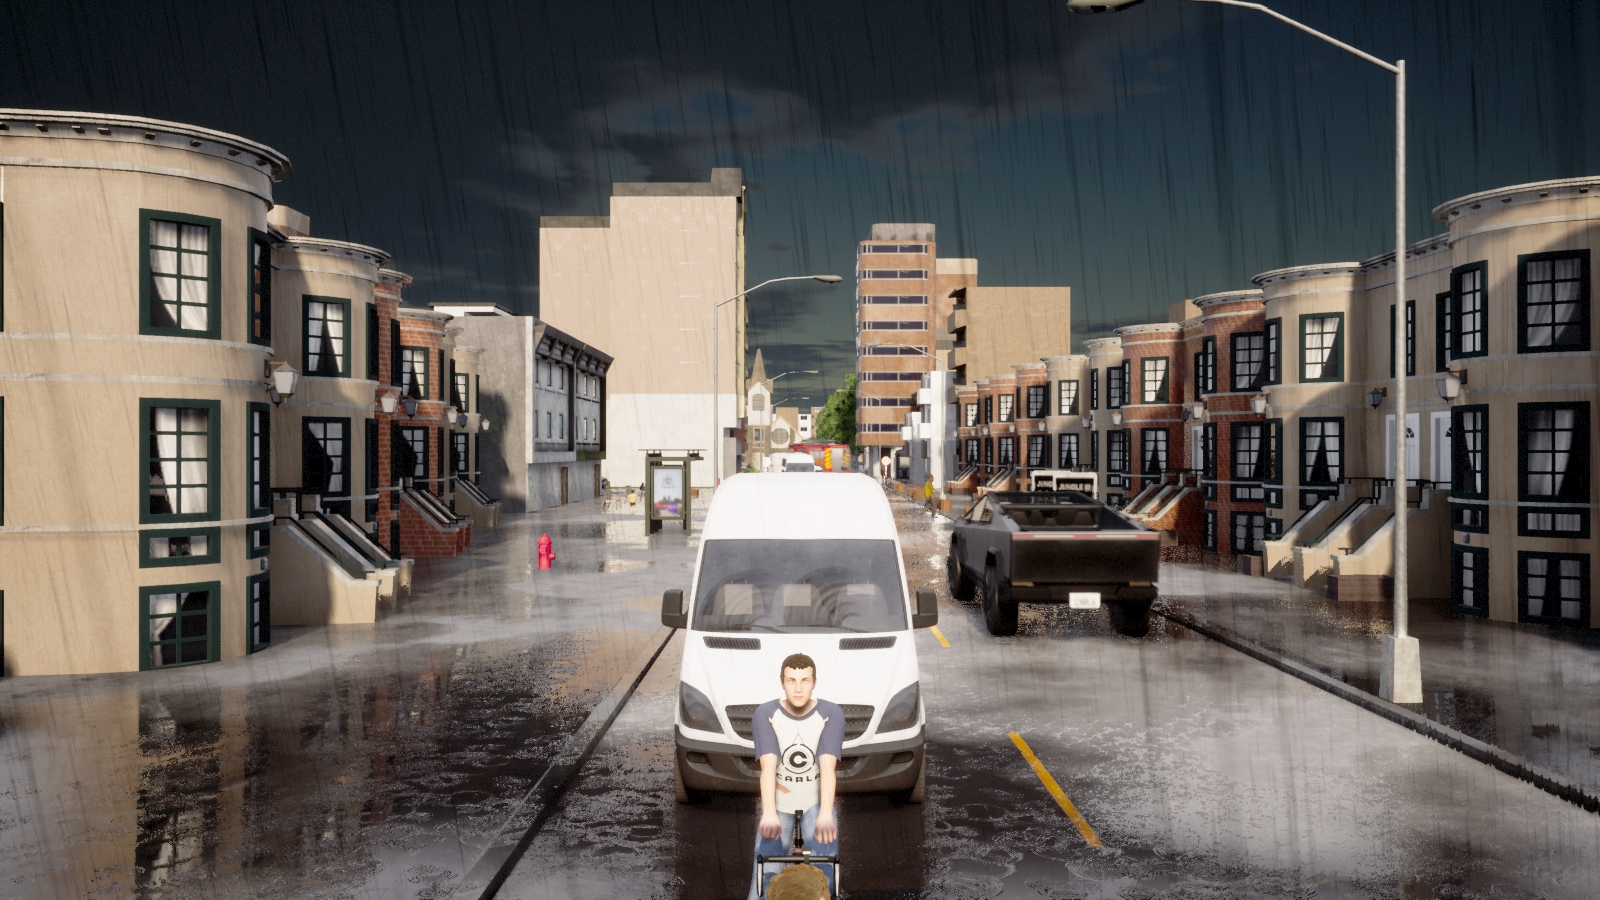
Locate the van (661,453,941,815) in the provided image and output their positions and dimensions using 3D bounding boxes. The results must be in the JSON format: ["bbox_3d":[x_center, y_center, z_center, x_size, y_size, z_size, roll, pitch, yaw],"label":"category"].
[{"bbox_3d":[0.003,1.319,11.084,1.988,2.561,5.915,0,0,0],"label":"van"}]

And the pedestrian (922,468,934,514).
[{"bbox_3d":[5.174,1.647,46.083,0.375,1.860,0.375,0,0,24],"label":"pedestrian"}]

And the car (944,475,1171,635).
[{"bbox_3d":[4.001,1.541,19.130,2.390,2.098,6.274,0,0,0],"label":"car"}]

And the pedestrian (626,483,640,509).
[{"bbox_3d":[-7.032,1.928,48.062,0.500,1.100,0.500,0,0,2],"label":"pedestrian"}]

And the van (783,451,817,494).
[{"bbox_3d":[0.021,1.342,70.686,1.988,2.561,5.915,0,0,0],"label":"van"}]
